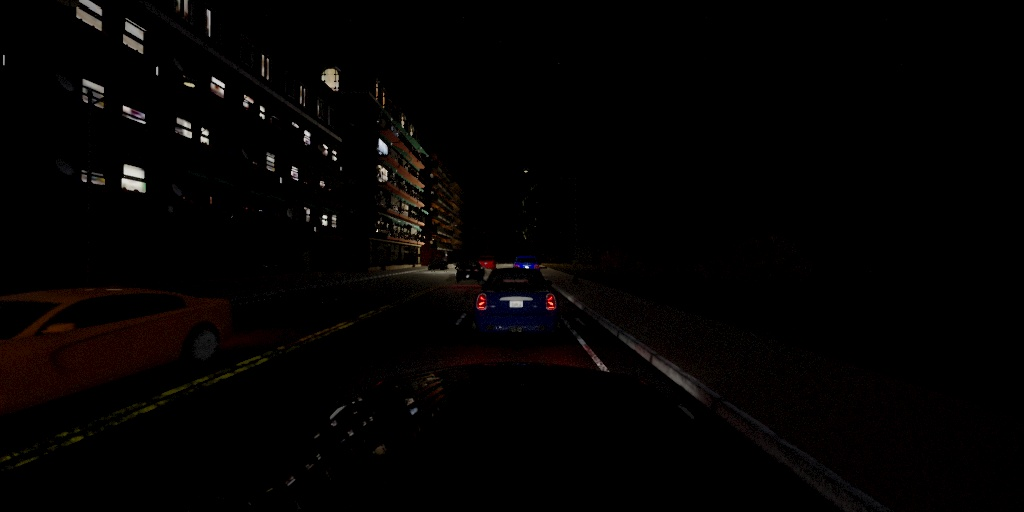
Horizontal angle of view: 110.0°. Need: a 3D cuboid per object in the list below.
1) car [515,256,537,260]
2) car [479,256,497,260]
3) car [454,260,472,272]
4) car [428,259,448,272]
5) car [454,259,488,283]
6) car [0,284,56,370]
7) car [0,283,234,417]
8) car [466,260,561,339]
[{"bbox_3d":[1.151,0.979,30.148,2.150,2.045,5.566,0,0,0],"label":"car"},{"bbox_3d":[-3.122,0.976,44.906,2.150,2.045,5.566,0,0,0],"label":"car"},{"bbox_3d":[-6.575,1.258,48.500,1.837,1.490,4.892,0,0,0],"label":"car"},{"bbox_3d":[-9.825,1.231,47.812,1.882,1.535,5.008,0,0,0],"label":"car"},{"bbox_3d":[-3.137,1.244,27.960,2.128,1.511,4.902,0,0,0],"label":"car"},{"bbox_3d":[-9.851,1.276,4.697,1.812,1.442,4.674,0,0,0],"label":"car"},{"bbox_3d":[-6.599,1.228,5.173,1.882,1.535,5.008,0,0,0],"label":"car"},{"bbox_3d":[0.103,1.104,10.194,2.097,1.767,4.553,0,0,0],"label":"car"}]
